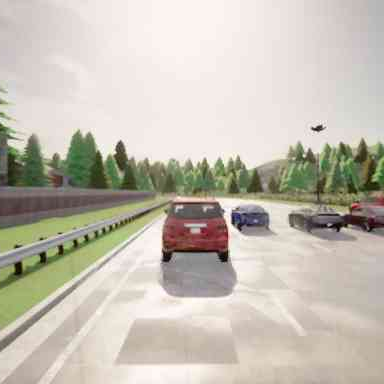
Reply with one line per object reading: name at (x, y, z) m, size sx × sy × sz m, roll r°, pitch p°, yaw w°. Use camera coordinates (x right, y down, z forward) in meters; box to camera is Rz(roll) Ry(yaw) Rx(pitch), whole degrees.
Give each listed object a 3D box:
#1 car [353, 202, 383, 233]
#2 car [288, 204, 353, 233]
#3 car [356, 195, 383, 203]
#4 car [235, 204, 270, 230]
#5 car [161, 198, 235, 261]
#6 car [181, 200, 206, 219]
car at (10.596, 1.537, 19.813) m, size 1.812 × 1.442 × 4.674 m, roll 0°, pitch 0°, yaw 0°
car at (7.110, 1.503, 19.622) m, size 2.128 × 1.511 × 4.902 m, roll 0°, pitch 0°, yaw 0°
car at (14.111, 1.236, 25.318) m, size 2.150 × 2.045 × 5.566 m, roll 0°, pitch 0°, yaw 0°
car at (3.609, 1.490, 21.304) m, size 1.882 × 1.535 × 5.008 m, roll 0°, pitch 0°, yaw 0°
car at (0.106, 1.229, 12.460) m, size 2.150 × 2.045 × 5.566 m, roll 0°, pitch 0°, yaw 0°
car at (0.115, 1.510, 30.861) m, size 2.128 × 1.511 × 4.902 m, roll 0°, pitch 0°, yaw 0°
